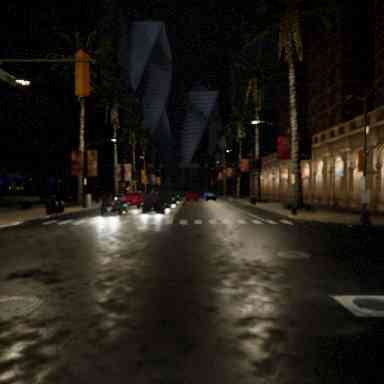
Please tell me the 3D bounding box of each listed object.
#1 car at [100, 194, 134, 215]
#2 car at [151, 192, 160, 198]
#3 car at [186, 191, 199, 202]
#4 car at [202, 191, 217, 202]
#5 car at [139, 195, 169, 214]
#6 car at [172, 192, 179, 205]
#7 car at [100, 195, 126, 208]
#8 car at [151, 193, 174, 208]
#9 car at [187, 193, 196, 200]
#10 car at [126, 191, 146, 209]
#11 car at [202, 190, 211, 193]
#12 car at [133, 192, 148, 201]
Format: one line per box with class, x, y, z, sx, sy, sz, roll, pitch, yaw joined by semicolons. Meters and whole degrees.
car;-7.081;1.256;30.855;2.128;1.511;4.902;0;0;0
car;-10.375;0.763;94.485;2.231;1.521;4.892;0;0;-1
car;0.046;0.749;62.111;2.150;2.045;5.566;0;0;-1
car;3.542;1.017;62.478;2.128;1.511;4.902;0;0;-1
car;-3.580;1.320;31.996;1.994;1.385;4.181;0;0;0
car;-3.498;0.968;50.565;2.097;1.767;4.553;0;0;1
car;-10.167;1.184;43.182;2.161;1.482;4.786;0;0;-1
car;-3.562;1.195;40.705;1.837;1.490;4.892;0;0;0
car;-0.061;0.941;72.492;1.837;1.490;4.892;0;0;-1
car;-7.064;0.914;40.312;2.150;2.045;5.566;0;0;0
car;3.438;0.666;72.556;2.150;2.045;5.566;0;0;-1
car;-10.084;0.859;65.112;2.185;1.767;4.553;0;0;-1
